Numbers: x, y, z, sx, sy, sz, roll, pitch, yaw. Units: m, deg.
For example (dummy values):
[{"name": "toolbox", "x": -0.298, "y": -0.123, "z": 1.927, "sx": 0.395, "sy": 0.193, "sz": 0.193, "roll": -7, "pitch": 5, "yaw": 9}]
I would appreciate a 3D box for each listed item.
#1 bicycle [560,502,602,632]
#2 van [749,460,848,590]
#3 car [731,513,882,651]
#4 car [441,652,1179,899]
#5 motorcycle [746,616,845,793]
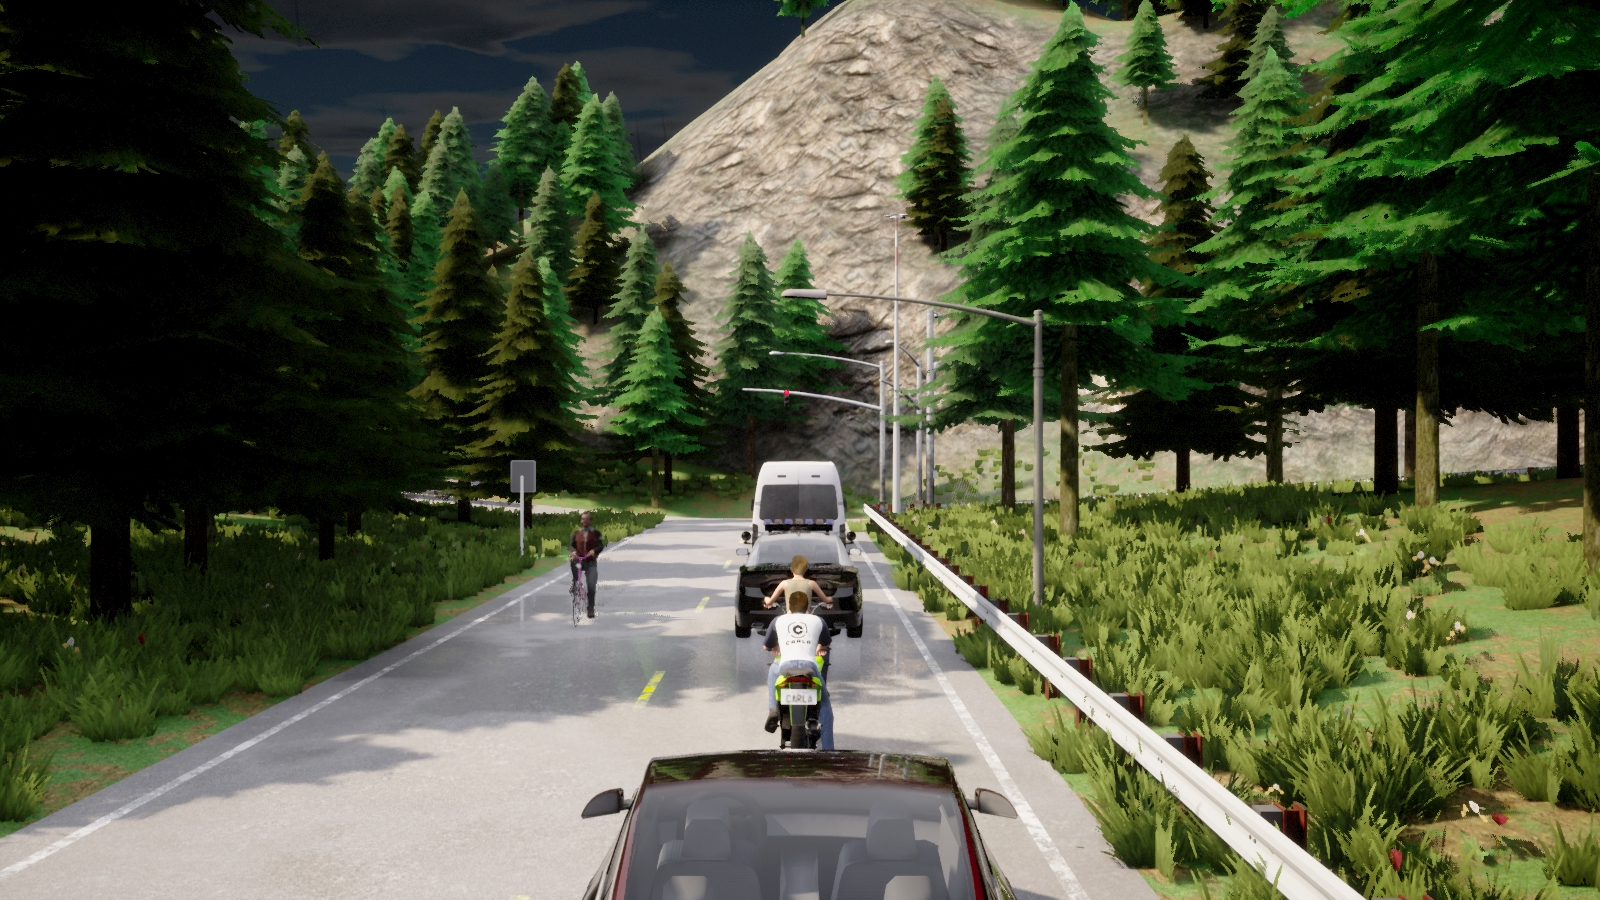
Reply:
[{"name": "bicycle", "x": -3.522, "y": 1.836, "z": 18.492, "sx": 0.329, "sy": 1.919, "sz": 1.835, "roll": 0, "pitch": 0, "yaw": 0}, {"name": "van", "x": -0.039, "y": 1.534, "z": 25.918, "sx": 1.988, "sy": 2.561, "sz": 5.915, "roll": 0, "pitch": 0, "yaw": 0}, {"name": "car", "x": 0.090, "y": 1.982, "z": 18.501, "sx": 2.097, "sy": 1.638, "sz": 5.238, "roll": 0, "pitch": 0, "yaw": 0}, {"name": "car", "x": 0.027, "y": 2.063, "z": 5.080, "sx": 2.163, "sy": 1.488, "sz": 4.792, "roll": 0, "pitch": 0, "yaw": 0}, {"name": "motorcycle", "x": -0.033, "y": 2.213, "z": 10.287, "sx": 0.803, "sy": 1.145, "sz": 2.033, "roll": 0, "pitch": 0, "yaw": 0}]
